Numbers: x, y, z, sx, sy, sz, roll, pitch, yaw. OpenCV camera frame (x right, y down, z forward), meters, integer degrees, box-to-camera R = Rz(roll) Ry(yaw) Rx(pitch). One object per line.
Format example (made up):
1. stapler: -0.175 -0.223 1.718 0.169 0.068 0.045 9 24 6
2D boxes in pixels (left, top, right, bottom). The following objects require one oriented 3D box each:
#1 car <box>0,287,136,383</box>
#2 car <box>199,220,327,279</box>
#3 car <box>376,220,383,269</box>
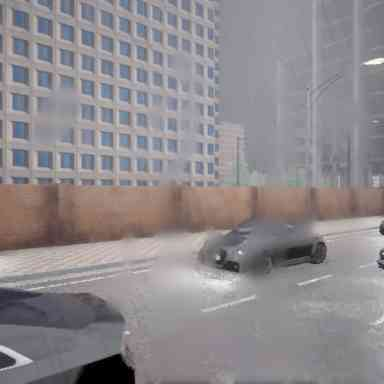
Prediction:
1. car: -2.709 1.491 1.958 4.902 1.511 2.128 0 0 -37
2. car: 2.243 1.564 10.118 4.181 1.385 1.994 0 0 -37
3. car: 7.474 1.547 9.697 5.357 1.411 2.033 0 0 -37
